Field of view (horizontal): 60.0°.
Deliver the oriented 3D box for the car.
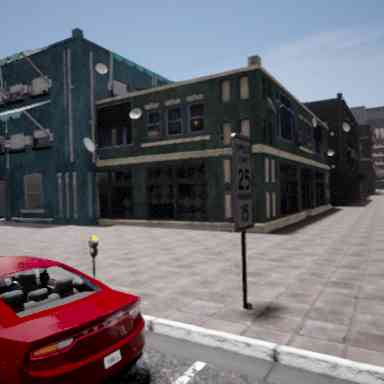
[{"bbox_3d":[-2.721,1.551,4.440,4.507,1.381,1.887,-1,0,30],"label":"car"}]
